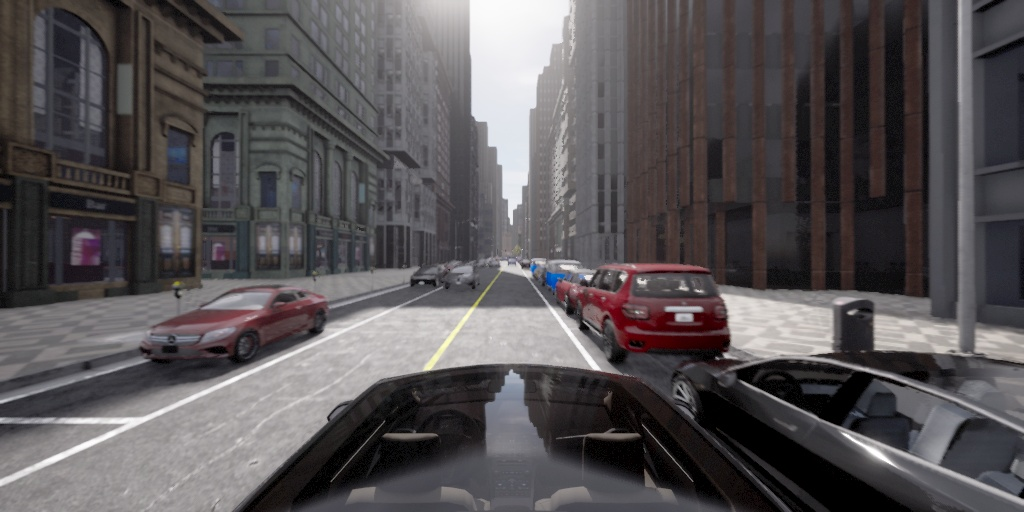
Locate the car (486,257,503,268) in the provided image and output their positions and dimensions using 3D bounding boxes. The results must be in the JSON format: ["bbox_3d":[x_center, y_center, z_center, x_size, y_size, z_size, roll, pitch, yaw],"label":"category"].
[{"bbox_3d":[-3.046,1.420,63.872,1.994,1.385,4.181,0,0,1],"label":"car"}]

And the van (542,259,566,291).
[{"bbox_3d":[2.757,1.118,19.418,1.690,1.789,3.998,0,0,0],"label":"van"}]

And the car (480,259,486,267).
[{"bbox_3d":[-5.781,1.424,64.499,1.948,1.339,4.313,0,0,0],"label":"car"}]

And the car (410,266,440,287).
[{"bbox_3d":[-5.769,1.350,25.045,1.948,1.339,4.313,0,0,0],"label":"car"}]

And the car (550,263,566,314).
[{"bbox_3d":[2.759,1.208,13.782,1.967,1.591,4.097,0,0,0],"label":"car"}]

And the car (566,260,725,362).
[{"bbox_3d":[2.761,1.075,8.145,2.192,1.841,5.009,0,0,0],"label":"car"}]

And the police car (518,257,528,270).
[{"bbox_3d":[2.350,1.268,56.056,1.930,1.638,5.238,0,0,0],"label":"police car"}]

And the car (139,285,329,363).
[{"bbox_3d":[-5.764,1.341,8.136,1.802,1.307,4.207,0,0,0],"label":"car"}]

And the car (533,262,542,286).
[{"bbox_3d":[2.756,1.336,25.055,2.007,1.370,4.403,0,0,0],"label":"car"}]

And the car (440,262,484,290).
[{"bbox_3d":[-3.104,1.307,23.106,1.812,1.442,4.674,0,0,0],"label":"car"}]

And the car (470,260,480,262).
[{"bbox_3d":[-5.776,1.391,47.589,1.948,1.339,4.313,0,0,0],"label":"car"}]

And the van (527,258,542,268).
[{"bbox_3d":[2.752,1.146,36.327,1.690,1.789,3.998,0,0,0],"label":"van"}]

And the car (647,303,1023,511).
[{"bbox_3d":[2.762,1.317,2.508,1.948,1.339,4.313,0,0,0],"label":"car"}]

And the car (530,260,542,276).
[{"bbox_3d":[2.754,1.320,30.861,1.751,1.417,4.829,0,0,0],"label":"car"}]
